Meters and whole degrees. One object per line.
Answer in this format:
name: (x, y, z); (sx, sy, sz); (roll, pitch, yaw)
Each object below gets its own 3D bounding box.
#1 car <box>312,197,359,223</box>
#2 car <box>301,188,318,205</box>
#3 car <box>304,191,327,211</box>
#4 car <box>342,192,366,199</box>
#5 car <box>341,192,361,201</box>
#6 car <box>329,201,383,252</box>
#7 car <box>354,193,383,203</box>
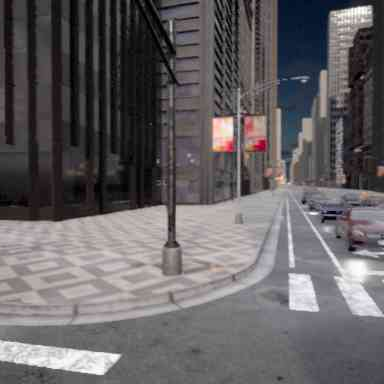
car: (9.089, 1.214, 21.419); (1.895, 1.301, 4.718); (0, 1, 16)
car: (14.734, 0.484, 41.314); (2.150, 2.045, 5.566); (0, 1, 16)
car: (11.865, 0.947, 31.273); (1.837, 1.490, 4.892); (0, 1, 16)
car: (15.633, 0.968, 32.677); (2.033, 1.411, 5.357); (0, 1, 15)
car: (24.457, 0.680, 51.305); (1.895, 1.301, 4.718); (0, 1, 16)
car: (6.622, 1.291, 12.652); (1.812, 1.442, 4.674); (0, 1, 16)
car: (12.779, 1.090, 22.519); (2.128, 1.511, 4.902); (0, 1, 16)
